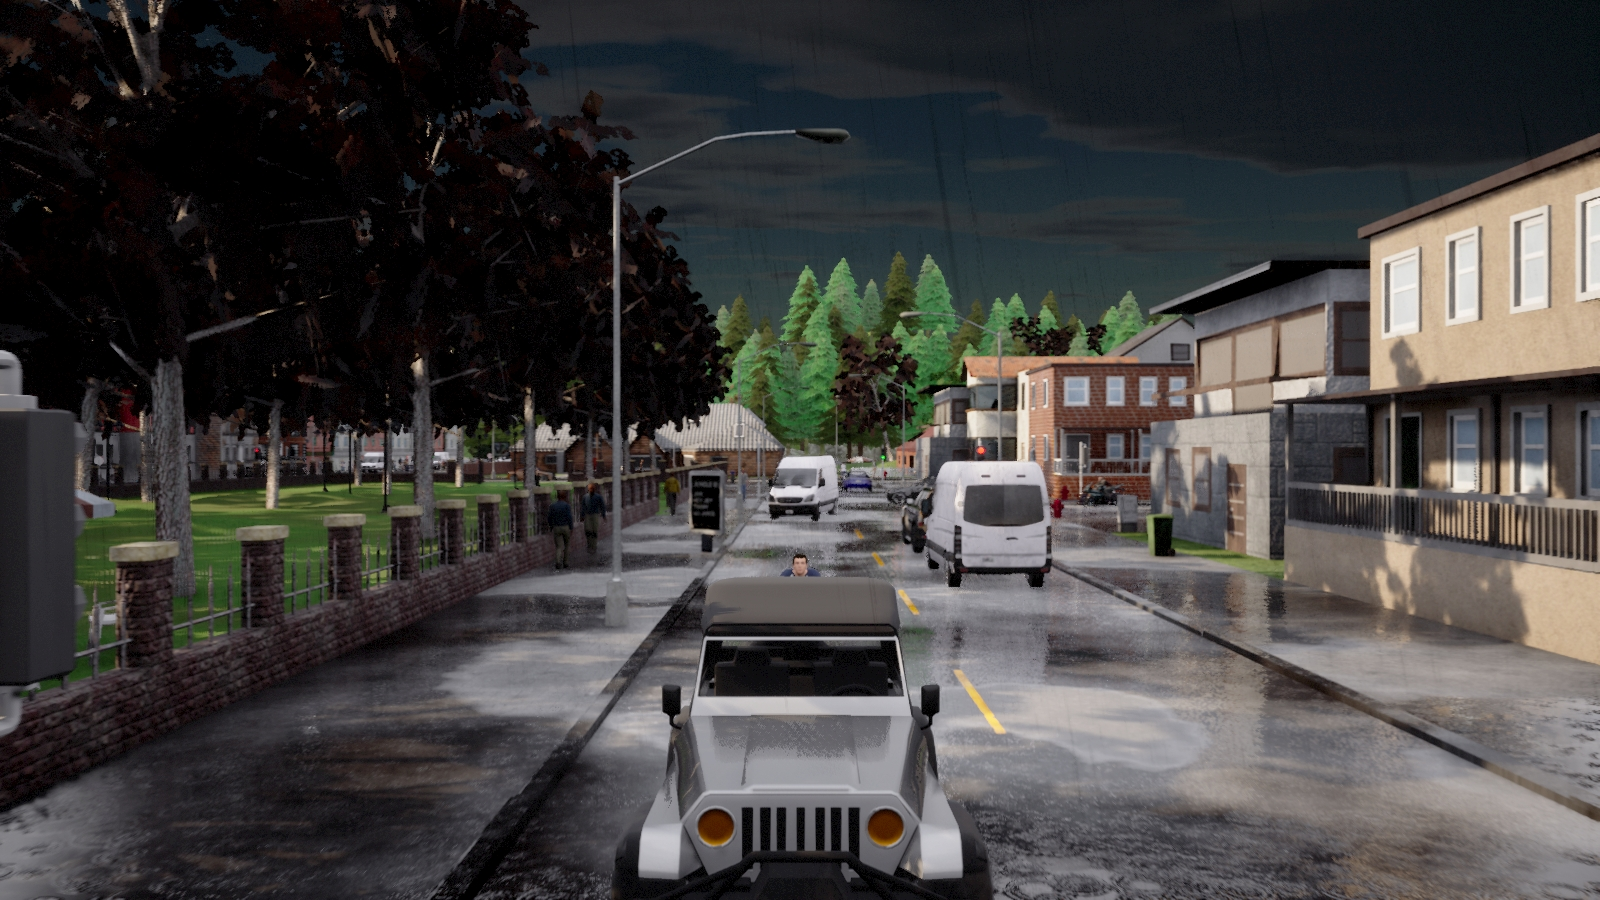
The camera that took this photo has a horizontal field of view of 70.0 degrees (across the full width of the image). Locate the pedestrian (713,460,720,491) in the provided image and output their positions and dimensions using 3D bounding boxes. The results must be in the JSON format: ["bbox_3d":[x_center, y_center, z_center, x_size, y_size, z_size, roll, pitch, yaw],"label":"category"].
[{"bbox_3d":[-5.061,1.525,69.081,0.375,1.860,0.375,0,0,-8],"label":"pedestrian"}]

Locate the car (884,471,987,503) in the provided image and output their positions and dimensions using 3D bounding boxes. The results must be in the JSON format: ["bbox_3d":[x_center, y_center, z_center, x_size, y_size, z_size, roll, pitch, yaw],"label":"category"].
[{"bbox_3d":[6.807,1.843,57.195,4.792,1.488,2.163,0,0,17],"label":"car"}]

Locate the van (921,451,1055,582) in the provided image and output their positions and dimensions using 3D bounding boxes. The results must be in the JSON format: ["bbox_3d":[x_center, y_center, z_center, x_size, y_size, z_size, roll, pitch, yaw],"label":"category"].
[{"bbox_3d":[3.983,1.313,25.232,1.988,2.561,5.915,0,0,0],"label":"van"}]

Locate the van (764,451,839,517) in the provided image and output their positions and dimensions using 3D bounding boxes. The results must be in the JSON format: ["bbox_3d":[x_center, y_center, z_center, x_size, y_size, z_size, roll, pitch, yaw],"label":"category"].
[{"bbox_3d":[0.150,1.314,47.251,1.988,2.561,5.915,0,0,11],"label":"van"}]

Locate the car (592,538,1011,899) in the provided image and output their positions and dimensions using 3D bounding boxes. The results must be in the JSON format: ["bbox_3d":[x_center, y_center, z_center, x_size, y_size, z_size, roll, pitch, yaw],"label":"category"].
[{"bbox_3d":[0.010,1.637,7.136,1.905,1.878,3.866,0,0,0],"label":"car"}]

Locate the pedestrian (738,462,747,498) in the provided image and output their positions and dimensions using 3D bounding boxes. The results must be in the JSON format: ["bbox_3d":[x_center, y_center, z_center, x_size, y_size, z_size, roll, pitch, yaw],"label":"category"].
[{"bbox_3d":[-2.929,1.525,58.421,0.375,1.860,0.375,0,0,8],"label":"pedestrian"}]

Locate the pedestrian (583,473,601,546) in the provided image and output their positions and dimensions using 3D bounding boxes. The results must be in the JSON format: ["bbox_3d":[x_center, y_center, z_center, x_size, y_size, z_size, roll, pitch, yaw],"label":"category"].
[{"bbox_3d":[-5.335,1.525,29.307,0.375,1.860,0.375,0,0,1],"label":"pedestrian"}]

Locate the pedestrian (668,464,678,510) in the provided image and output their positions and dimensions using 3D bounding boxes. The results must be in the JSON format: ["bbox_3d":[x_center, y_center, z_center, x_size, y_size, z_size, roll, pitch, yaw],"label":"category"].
[{"bbox_3d":[-5.246,1.525,47.203,0.375,1.860,0.375,0,0,-4],"label":"pedestrian"}]

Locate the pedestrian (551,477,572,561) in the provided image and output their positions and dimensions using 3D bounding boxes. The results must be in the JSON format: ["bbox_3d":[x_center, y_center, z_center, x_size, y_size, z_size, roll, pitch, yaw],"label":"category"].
[{"bbox_3d":[-5.298,1.525,25.385,0.375,1.860,0.375,0,0,4],"label":"pedestrian"}]

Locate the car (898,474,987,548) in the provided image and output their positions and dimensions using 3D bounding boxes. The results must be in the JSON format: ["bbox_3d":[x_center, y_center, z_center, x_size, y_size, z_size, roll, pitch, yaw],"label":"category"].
[{"bbox_3d":[3.950,1.644,32.303,1.932,1.855,4.605,0,0,0],"label":"car"}]
